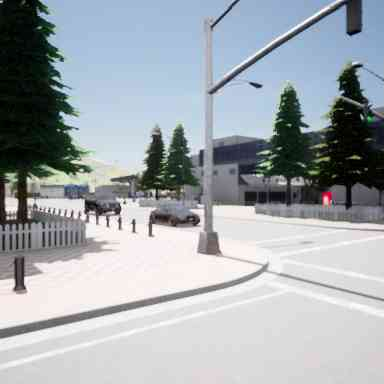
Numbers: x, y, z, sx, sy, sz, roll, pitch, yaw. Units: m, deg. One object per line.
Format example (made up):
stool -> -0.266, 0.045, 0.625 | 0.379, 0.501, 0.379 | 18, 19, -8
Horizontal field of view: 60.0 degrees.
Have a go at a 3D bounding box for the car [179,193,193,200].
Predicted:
car -> -1.651, 1.098, 88.179 | 1.905, 1.878, 3.866 | 0, 0, -37

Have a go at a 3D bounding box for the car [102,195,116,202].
car -> -18.746, 1.392, 75.156 | 1.845, 1.501, 3.633 | 0, 0, -37

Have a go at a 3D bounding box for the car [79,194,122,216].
car -> -9.044, 1.240, 33.293 | 2.150, 2.045, 5.566 | 0, 0, -37

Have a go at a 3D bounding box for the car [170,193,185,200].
car -> -3.739, 1.118, 86.117 | 1.932, 1.855, 4.605 | 0, 0, -37

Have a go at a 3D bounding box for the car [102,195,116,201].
car -> -20.774, 1.403, 82.891 | 1.970, 1.475, 3.806 | 0, 0, -37

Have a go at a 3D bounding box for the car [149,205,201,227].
car -> -1.261, 1.581, 22.984 | 1.994, 1.385, 4.181 | 0, 0, -37
